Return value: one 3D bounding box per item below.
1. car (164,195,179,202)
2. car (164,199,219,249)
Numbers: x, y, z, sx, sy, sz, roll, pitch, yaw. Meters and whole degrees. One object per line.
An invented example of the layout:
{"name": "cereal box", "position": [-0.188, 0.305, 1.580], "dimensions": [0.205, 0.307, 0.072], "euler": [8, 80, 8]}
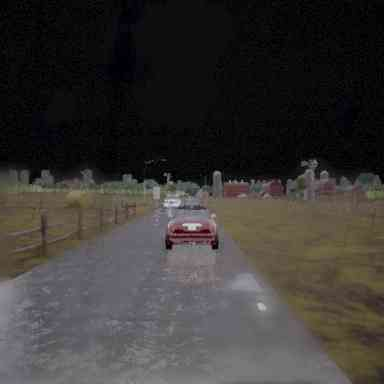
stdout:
{"name": "car", "position": [-2.750, 1.407, 47.635], "dimensions": [2.150, 2.045, 5.566], "euler": [0, 0, 0]}
{"name": "car", "position": [0.001, 1.375, 14.625], "dimensions": [2.097, 1.767, 4.553], "euler": [0, 0, 0]}
